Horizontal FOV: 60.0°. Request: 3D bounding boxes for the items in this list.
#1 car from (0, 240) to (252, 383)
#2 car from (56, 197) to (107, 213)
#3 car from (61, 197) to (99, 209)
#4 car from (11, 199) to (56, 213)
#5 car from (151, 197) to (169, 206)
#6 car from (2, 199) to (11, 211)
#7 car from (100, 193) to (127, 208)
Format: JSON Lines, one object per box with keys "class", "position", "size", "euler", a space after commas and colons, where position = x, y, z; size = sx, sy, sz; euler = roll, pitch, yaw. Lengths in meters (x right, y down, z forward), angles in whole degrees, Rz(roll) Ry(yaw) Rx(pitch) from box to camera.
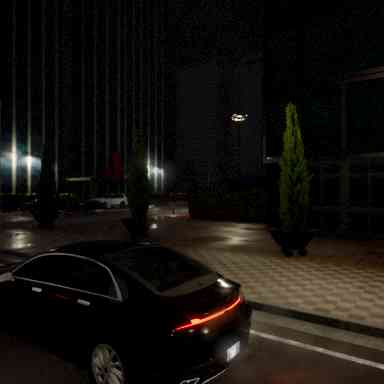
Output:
{"class": "car", "position": [-1.513, 1.505, 5.085], "size": [4.892, 1.490, 1.837], "euler": [0, 0, 36]}
{"class": "car", "position": [-12.391, 1.601, 37.679], "size": [1.895, 1.301, 4.718], "euler": [0, 0, 35]}
{"class": "car", "position": [-15.373, 1.505, 45.990], "size": [1.837, 1.490, 4.892], "euler": [0, 0, 35]}
{"class": "car", "position": [-17.077, 1.491, 37.484], "size": [2.128, 1.511, 4.902], "euler": [0, 0, 35]}
{"class": "car", "position": [-5.549, 1.564, 53.853], "size": [1.994, 1.385, 4.181], "euler": [0, 0, 35]}
{"class": "car", "position": [-21.024, 1.547, 37.948], "size": [2.033, 1.411, 5.357], "euler": [0, 0, 35]}
{"class": "car", "position": [-11.355, 1.221, 45.619], "size": [2.150, 2.045, 5.566], "euler": [0, 0, 35]}
